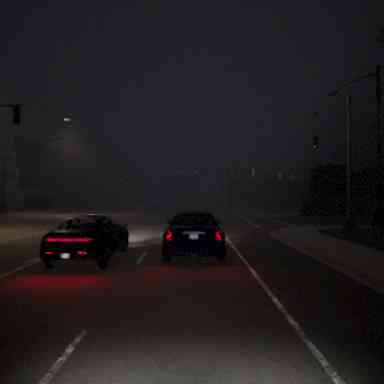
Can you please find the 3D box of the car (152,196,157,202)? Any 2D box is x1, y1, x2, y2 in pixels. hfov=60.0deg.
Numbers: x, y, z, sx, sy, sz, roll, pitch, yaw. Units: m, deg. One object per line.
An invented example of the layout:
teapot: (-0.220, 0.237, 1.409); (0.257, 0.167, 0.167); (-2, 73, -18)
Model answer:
car: (-10.522, 1.862, 88.626); (2.097, 1.767, 4.553); (0, 0, 0)

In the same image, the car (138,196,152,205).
car: (-10.518, 2.116, 72.751); (1.812, 1.442, 4.674); (0, 1, 0)

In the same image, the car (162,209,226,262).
car: (0.070, 1.423, 12.598); (2.097, 1.767, 4.553); (0, 0, 0)

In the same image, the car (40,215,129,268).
car: (-3.437, 1.548, 11.467); (2.128, 1.511, 4.902); (0, -1, 0)
